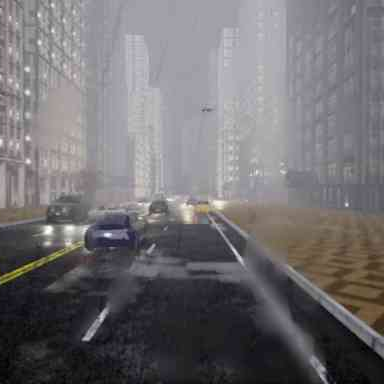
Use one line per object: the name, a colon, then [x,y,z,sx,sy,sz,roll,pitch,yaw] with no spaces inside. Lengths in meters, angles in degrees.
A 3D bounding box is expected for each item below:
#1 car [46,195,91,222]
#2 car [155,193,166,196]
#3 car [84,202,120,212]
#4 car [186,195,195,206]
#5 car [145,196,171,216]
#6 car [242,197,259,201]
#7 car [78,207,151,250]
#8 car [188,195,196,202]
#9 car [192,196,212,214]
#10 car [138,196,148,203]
car: [-9.831,1.247,27.151,2.150,2.045,5.566,0,0,0]
car: [-6.478,1.248,67.204,2.150,2.045,5.566,0,0,0]
car: [-6.583,1.625,26.007,1.895,1.301,4.718,0,0,0]
car: [0.022,1.614,54.524,1.994,1.385,4.181,0,0,0]
car: [-3.138,1.508,33.167,1.882,1.535,5.008,0,0,0]
car: [15.950,1.909,90.369,4.403,1.369,2.008,1,0,-1]
car: [-3.146,1.577,14.438,1.994,1.385,4.181,0,0,0]
car: [0.023,1.406,71.318,1.812,1.442,4.674,0,0,0]
car: [1.149,1.487,35.067,1.801,1.575,5.366,0,0,0]
car: [-9.729,1.577,67.237,1.994,1.385,4.181,0,0,0]
